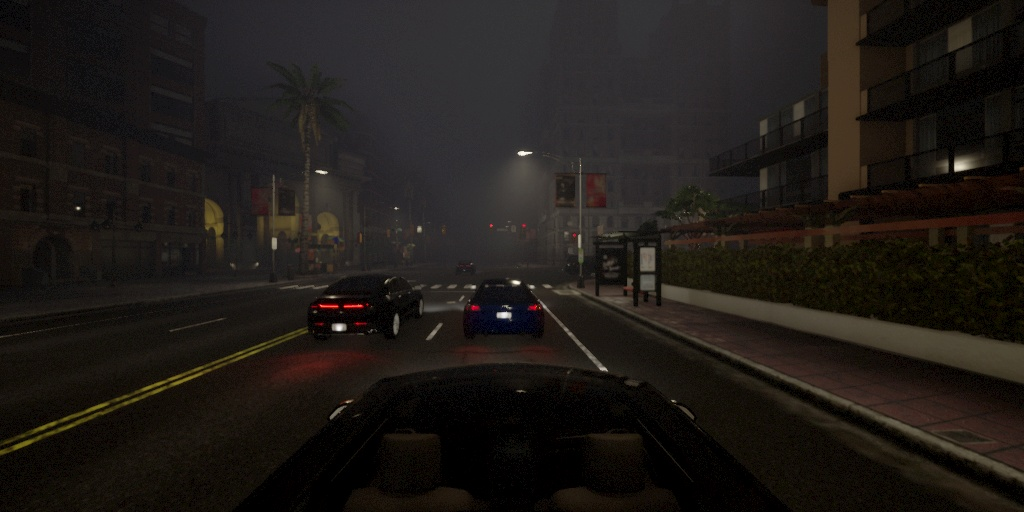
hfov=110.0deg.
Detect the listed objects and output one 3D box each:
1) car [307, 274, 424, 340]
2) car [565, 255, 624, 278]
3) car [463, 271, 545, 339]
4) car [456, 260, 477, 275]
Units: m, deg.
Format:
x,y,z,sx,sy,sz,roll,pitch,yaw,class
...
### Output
x,y,z,sx,sy,sz,roll,pitch,yaw,class
-3.738,1.248,9.943,1.837,1.490,4.892,0,0,-3,car
7.748,0.941,34.206,5.566,2.045,2.150,0,-1,-23,car
-0.249,1.306,10.103,1.994,1.385,4.181,0,0,-2,car
-4.923,1.208,38.563,2.128,1.511,4.902,0,0,-2,car
